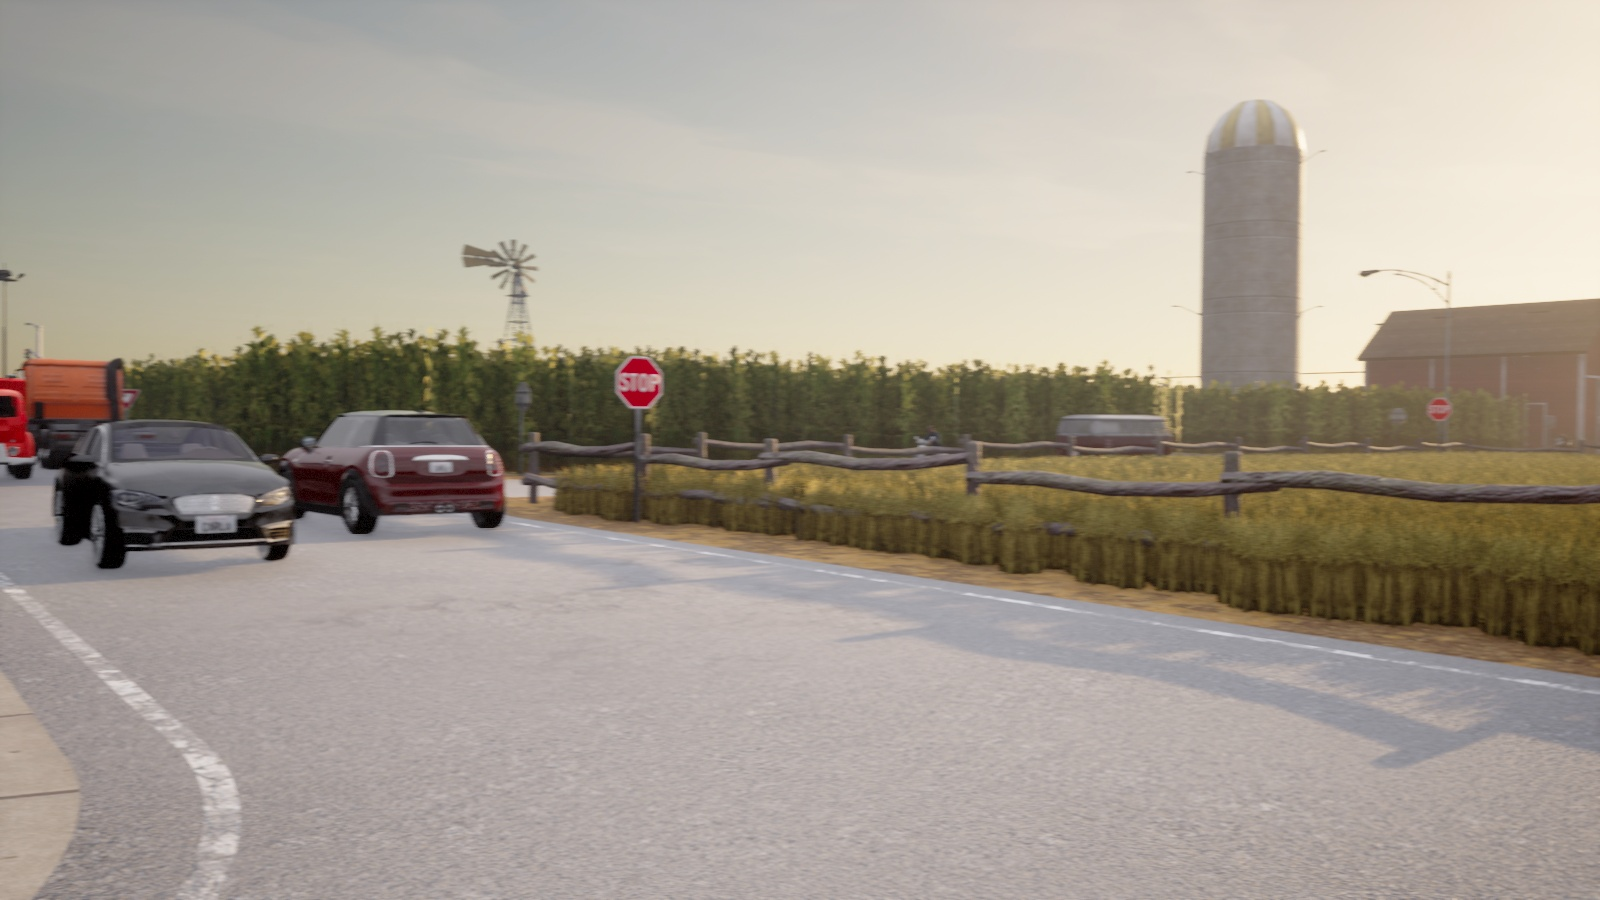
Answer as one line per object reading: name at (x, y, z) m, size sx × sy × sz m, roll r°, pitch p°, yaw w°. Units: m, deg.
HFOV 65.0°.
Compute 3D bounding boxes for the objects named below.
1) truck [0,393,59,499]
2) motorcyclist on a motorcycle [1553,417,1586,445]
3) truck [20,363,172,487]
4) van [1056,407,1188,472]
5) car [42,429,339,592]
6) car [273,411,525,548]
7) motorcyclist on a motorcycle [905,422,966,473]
truck at (-20.390, -0.126, 31.286) m, size 2.627 × 2.467 × 5.204 m, roll -1°, pitch 2°, yaw -38°
motorcyclist on a motorcycle at (42.753, -1.053, 69.762) m, size 2.191 × 1.530 × 0.866 m, roll -1°, pitch 1°, yaw -38°
truck at (-22.026, -0.759, 39.054) m, size 2.891 × 3.462 × 7.936 m, roll -1°, pitch 1°, yaw -38°
van at (10.496, -0.384, 40.773) m, size 4.442 × 1.987 × 1.775 m, roll -2°, pitch 2°, yaw -38°
car at (-7.141, 0.533, 14.394) m, size 2.128 × 1.511 × 4.902 m, roll -1°, pitch 1°, yaw -37°
car at (-6.069, 0.340, 18.651) m, size 2.097 × 1.767 × 4.553 m, roll -1°, pitch 1°, yaw -38°
motorcyclist on a motorcycle at (4.296, -0.089, 39.883) m, size 1.817 × 1.590 × 0.866 m, roll -2°, pitch 1°, yaw -38°
